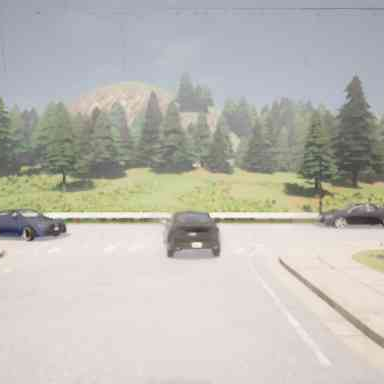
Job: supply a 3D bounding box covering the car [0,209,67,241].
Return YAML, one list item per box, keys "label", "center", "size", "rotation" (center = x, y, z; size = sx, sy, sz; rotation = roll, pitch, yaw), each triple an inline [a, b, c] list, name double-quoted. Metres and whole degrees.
- label: "car"
  center: [-8.261, 1.536, 16.175]
  size: [4.181, 1.385, 1.994]
  rotation: [0, 0, 16]

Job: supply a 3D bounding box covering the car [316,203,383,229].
- label: "car"
  center: [10.291, 1.454, 20.599]
  size: [4.902, 1.511, 2.128]
  rotation: [0, 0, 0]

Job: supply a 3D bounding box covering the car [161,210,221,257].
- label: "car"
  center: [-0.109, 1.479, 12.957]
  size: [1.837, 1.490, 4.892]
  rotation: [0, -1, -6]
